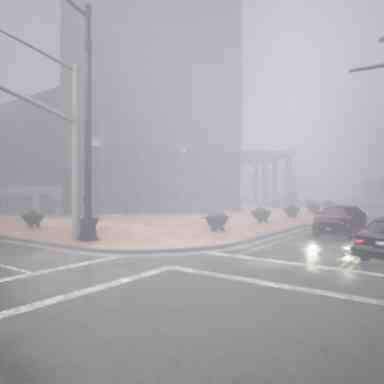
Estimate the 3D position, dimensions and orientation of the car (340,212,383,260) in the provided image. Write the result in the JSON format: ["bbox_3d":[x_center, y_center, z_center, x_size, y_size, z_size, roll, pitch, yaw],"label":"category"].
[{"bbox_3d":[7.114,1.514,11.287,2.033,1.411,5.357,0,0,43],"label":"car"}]

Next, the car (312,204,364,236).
[{"bbox_3d":[7.778,1.431,17.397,1.882,1.535,5.008,0,0,36],"label":"car"}]
